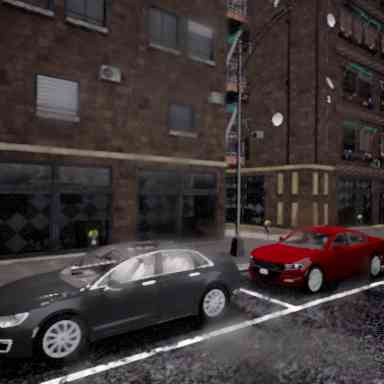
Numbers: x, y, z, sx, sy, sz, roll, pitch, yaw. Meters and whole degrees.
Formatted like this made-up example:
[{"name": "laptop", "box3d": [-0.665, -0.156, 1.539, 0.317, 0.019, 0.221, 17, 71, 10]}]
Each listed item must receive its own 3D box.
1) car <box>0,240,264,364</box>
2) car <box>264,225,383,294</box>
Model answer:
[{"name": "car", "box3d": [-1.082, 1.576, 5.788, 4.403, 1.369, 2.008, 1, 0, -36]}, {"name": "car", "box3d": [3.506, 1.631, 9.062, 4.507, 1.381, 1.887, 1, 0, -36]}]
